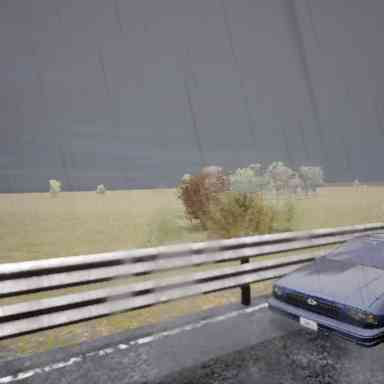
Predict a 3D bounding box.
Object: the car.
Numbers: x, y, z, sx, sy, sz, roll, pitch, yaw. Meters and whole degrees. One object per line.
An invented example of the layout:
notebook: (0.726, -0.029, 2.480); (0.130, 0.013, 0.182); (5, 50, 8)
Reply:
car: (3.887, 1.546, 6.431); (5.357, 1.411, 2.033); (0, 0, -35)
